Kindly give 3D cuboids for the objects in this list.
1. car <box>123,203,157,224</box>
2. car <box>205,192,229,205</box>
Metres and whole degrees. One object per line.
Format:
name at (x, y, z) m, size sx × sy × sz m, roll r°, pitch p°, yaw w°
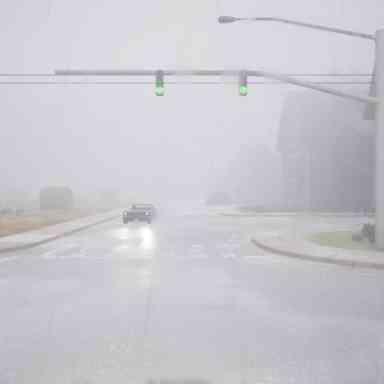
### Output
car at (-3.688, 1.518, 24.067) m, size 1.895 × 1.301 × 4.718 m, roll 0°, pitch 0°, yaw 0°
car at (3.926, 0.983, 52.685) m, size 1.905 × 1.878 × 3.866 m, roll -8°, pitch 4°, yaw -42°
